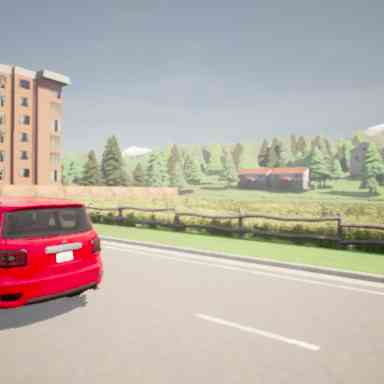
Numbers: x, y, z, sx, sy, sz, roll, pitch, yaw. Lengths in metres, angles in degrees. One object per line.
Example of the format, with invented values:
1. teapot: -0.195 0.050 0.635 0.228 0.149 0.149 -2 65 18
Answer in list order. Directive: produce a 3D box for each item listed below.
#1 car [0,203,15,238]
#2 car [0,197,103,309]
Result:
1. car: -10.485 1.249 15.753 4.674 1.442 1.812 1 1 35
2. car: -4.282 1.106 7.044 5.566 2.045 2.150 1 1 36
